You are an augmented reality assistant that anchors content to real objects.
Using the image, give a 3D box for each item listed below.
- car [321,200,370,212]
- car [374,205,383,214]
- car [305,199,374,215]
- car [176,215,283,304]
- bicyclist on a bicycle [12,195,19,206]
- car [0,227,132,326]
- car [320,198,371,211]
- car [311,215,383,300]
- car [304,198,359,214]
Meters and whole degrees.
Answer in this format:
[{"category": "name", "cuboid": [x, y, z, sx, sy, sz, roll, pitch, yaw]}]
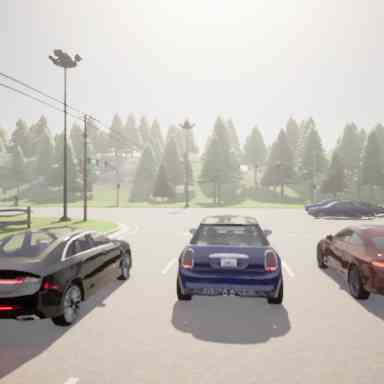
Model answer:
[{"category": "car", "cuboid": [17.410, 1.582, 37.895, 4.718, 1.301, 1.895, 0, 0, 7]}, {"category": "car", "cuboid": [14.980, 1.532, 31.145, 5.357, 1.411, 2.033, 0, 0, 7]}, {"category": "car", "cuboid": [12.232, 1.512, 27.963, 4.674, 1.442, 1.812, 0, 0, 7]}, {"category": "car", "cuboid": [0.952, 1.348, 8.385, 2.097, 1.767, 4.553, 0, 0, 7]}, {"category": "bicyclist on a bicycle", "cuboid": [-27.014, 1.281, 51.014, 0.582, 1.620, 1.656, 0, 0, 7]}, {"category": "car", "cuboid": [-2.732, 1.488, 7.105, 2.128, 1.511, 4.902, 0, 0, 7]}, {"category": "car", "cuboid": [18.937, 1.527, 41.231, 5.357, 1.411, 2.033, 0, 0, 7]}, {"category": "car", "cuboid": [4.450, 1.521, 8.146, 1.812, 1.442, 4.674, 0, 0, 7]}, {"category": "car", "cuboid": [14.442, 1.460, 34.740, 5.008, 1.535, 1.882, 0, 0, 7]}]
